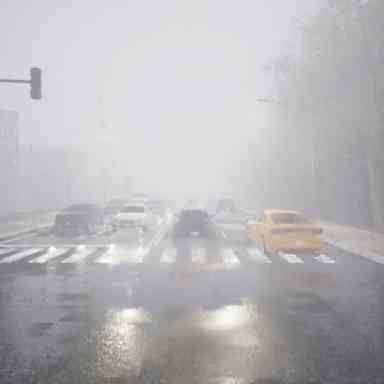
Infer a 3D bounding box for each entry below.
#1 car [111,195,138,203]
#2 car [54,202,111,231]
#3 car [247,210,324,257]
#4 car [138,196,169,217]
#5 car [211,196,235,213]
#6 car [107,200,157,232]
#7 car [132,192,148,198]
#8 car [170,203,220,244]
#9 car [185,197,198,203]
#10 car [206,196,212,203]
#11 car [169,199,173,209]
[{"bbox_3d":[-6.574,1.344,30.478,1.882,1.535,5.008,0,0,0],"label":"car"},{"bbox_3d":[-6.590,1.390,20.098,1.882,1.535,5.008,0,0,0],"label":"car"},{"bbox_3d":[3.350,1.422,12.803,1.882,1.535,5.008,0,0,0],"label":"car"},{"bbox_3d":[-3.334,1.397,29.471,1.812,1.442,4.674,0,0,1],"label":"car"},{"bbox_3d":[3.347,1.354,34.360,1.837,1.490,4.892,0,0,0],"label":"car"},{"bbox_3d":[-3.340,1.441,19.422,1.812,1.442,4.674,0,0,0],"label":"car"},{"bbox_3d":[-6.505,1.041,41.099,2.150,2.045,5.566,0,0,0],"label":"car"},{"bbox_3d":[0.100,1.459,15.367,1.812,1.442,4.674,0,0,0],"label":"car"},{"bbox_3d":[-0.007,1.383,49.666,1.895,1.301,4.718,0,0,0],"label":"car"},{"bbox_3d":[3.291,1.309,54.250,2.033,1.411,5.357,0,0,1],"label":"car"},{"bbox_3d":[-3.255,1.427,39.632,1.895,1.301,4.718,0,0,0],"label":"car"}]
